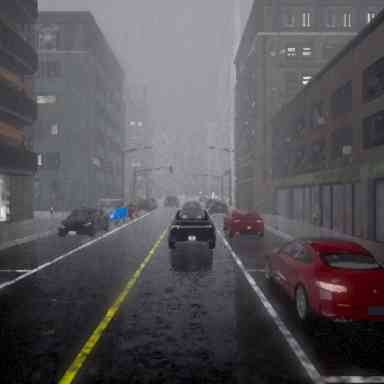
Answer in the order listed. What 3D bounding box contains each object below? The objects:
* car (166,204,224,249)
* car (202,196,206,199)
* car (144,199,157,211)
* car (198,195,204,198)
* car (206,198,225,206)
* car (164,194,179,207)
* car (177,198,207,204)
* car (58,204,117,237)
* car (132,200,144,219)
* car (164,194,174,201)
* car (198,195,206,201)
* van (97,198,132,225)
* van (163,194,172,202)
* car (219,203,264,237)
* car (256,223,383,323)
[{"bbox_3d":[0.000,1.497,14.650,2.128,1.511,4.902,0,0,0],"label":"car"},{"bbox_3d":[2.698,1.582,45.586,1.947,1.339,4.313,0,0,0],"label":"car"},{"bbox_3d":[-5.683,1.579,40.075,1.947,1.339,4.313,0,0,0],"label":"car"},{"bbox_3d":[2.697,1.629,77.992,1.802,1.307,4.206,0,0,0],"label":"car"},{"bbox_3d":[2.698,1.576,34.539,1.947,1.339,4.313,0,0,0],"label":"car"},{"bbox_3d":[-3.000,1.425,50.682,2.097,1.767,4.553,0,0,0],"label":"car"},{"bbox_3d":[0.000,1.571,29.651,2.033,1.411,5.357,0,0,0],"label":"car"},{"bbox_3d":[-5.683,1.568,17.981,1.947,1.339,4.313,0,0,0],"label":"car"},{"bbox_3d":[-5.683,1.552,29.028,1.887,1.381,4.507,0,0,0],"label":"car"},{"bbox_3d":[-5.682,1.369,83.521,2.192,1.841,5.009,0,0,0],"label":"car"},{"bbox_3d":[2.698,1.500,89.048,1.967,1.590,4.097,0,0,0],"label":"car"},{"bbox_3d":[-5.681,1.345,23.505,1.690,1.788,3.998,0,0,0],"label":"van"},{"bbox_3d":[-5.682,1.388,77.993,1.690,1.788,3.998,0,0,0],"label":"van"},{"bbox_3d":[2.698,1.547,17.969,1.887,1.381,4.507,0,0,0],"label":"car"},{"bbox_3d":[2.698,1.580,6.922,1.802,1.307,4.206,0,0,0],"label":"car"}]
